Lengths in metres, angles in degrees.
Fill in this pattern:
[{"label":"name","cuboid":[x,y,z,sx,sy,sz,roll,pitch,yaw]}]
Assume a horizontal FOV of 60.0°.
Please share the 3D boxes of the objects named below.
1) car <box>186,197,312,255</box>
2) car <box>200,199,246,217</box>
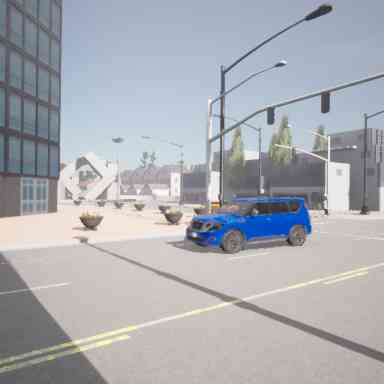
[{"label":"car","cuboid":[2.502,1.247,13.768,5.566,2.045,2.150,0,0,-30]},{"label":"car","cuboid":[3.024,1.564,33.693,1.882,1.535,5.008,1,0,-35]}]
